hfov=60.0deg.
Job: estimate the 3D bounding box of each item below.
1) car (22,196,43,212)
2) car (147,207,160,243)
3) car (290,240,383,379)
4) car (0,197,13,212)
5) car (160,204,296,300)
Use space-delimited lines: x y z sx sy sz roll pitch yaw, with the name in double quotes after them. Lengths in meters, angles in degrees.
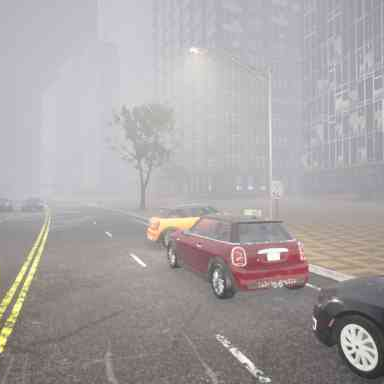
-18.816 1.393 39.379 2.097 1.767 4.553 0 0 -24 "car"
0.389 1.276 14.414 4.553 1.767 2.097 -3 1 -18 "car"
3.620 1.505 3.359 1.837 1.490 4.892 0 0 -35 "car"
-21.785 1.390 38.058 2.097 1.767 4.553 0 0 -24 "car"
0.887 1.355 8.831 2.097 1.767 4.553 0 0 -22 "car"
